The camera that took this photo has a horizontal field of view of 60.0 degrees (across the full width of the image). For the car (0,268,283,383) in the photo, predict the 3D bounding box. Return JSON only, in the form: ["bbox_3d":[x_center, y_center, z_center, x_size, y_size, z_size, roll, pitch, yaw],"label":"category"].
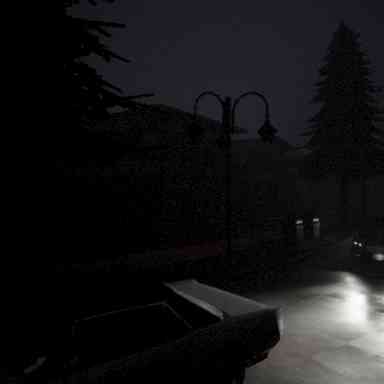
[{"bbox_3d":[-1.265,1.615,3.337,4.718,1.301,1.895,0,0,-38],"label":"car"}]

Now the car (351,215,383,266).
[{"bbox_3d":[6.722,1.495,10.808,2.128,1.511,4.902,0,0,42],"label":"car"}]
